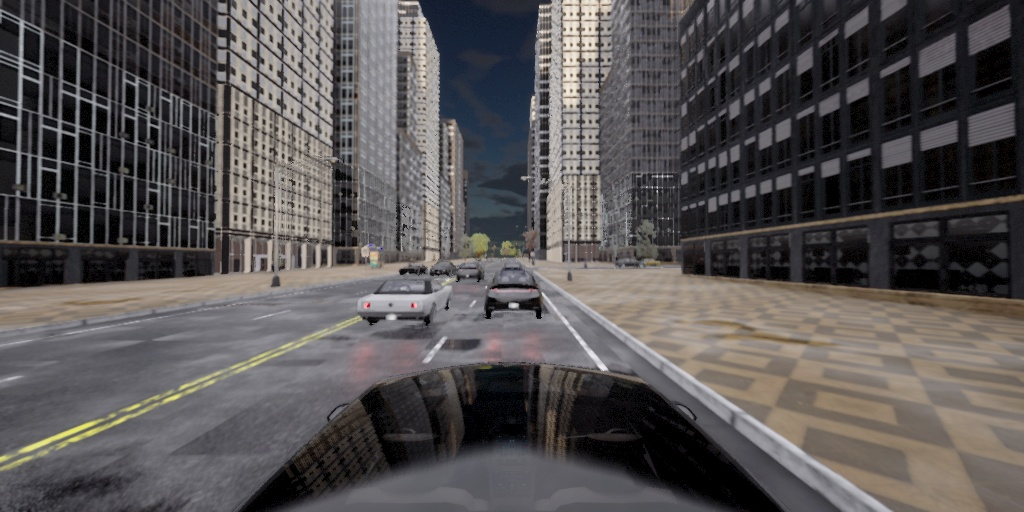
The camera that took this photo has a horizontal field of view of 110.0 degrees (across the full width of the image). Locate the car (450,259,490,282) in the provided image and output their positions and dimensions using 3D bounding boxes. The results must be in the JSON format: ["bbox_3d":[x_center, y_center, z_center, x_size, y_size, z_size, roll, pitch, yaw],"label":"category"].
[{"bbox_3d":[-3.186,1.228,28.200,2.128,1.511,4.902,0,0,0],"label":"car"}]

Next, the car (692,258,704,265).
[{"bbox_3d":[27.799,0.932,50.786,4.207,1.307,1.802,0,0,-1],"label":"car"}]

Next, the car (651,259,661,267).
[{"bbox_3d":[21.961,1.059,59.089,4.829,1.417,1.751,0,0,-1],"label":"car"}]

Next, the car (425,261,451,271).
[{"bbox_3d":[-6.577,1.239,34.424,1.837,1.490,4.892,0,0,0],"label":"car"}]

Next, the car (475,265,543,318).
[{"bbox_3d":[0.065,1.236,12.897,2.128,1.511,4.902,0,0,0],"label":"car"}]

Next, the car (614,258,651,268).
[{"bbox_3d":[16.681,1.005,50.640,4.403,1.370,2.007,0,0,-1],"label":"car"}]

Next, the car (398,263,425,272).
[{"bbox_3d":[-9.819,1.332,35.970,1.895,1.301,4.718,0,0,0],"label":"car"}]

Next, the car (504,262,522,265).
[{"bbox_3d":[0.064,1.228,28.186,2.128,1.511,4.902,0,0,0],"label":"car"}]

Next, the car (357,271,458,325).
[{"bbox_3d":[-3.190,1.345,11.771,1.895,1.301,4.718,0,0,0],"label":"car"}]
